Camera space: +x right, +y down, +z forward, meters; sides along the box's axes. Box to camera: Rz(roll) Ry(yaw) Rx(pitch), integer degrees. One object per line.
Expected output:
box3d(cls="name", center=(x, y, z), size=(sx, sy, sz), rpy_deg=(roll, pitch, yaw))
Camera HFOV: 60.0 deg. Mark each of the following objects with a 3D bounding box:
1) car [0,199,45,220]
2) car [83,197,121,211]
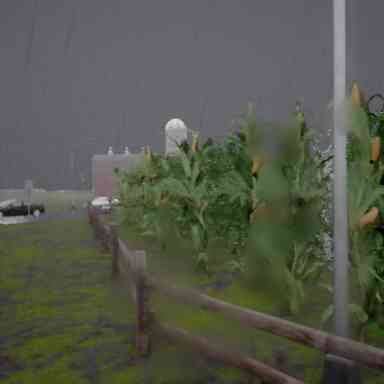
box3d(cls="car", center=(-14.744, 1.380, 27.531), size=(1.882, 1.535, 5.008), rpy_deg=(-1, 0, 32))
box3d(cls="car", center=(-9.700, 1.263, 36.108), size=(1.812, 1.442, 4.674), rpy_deg=(-1, 1, 29))
